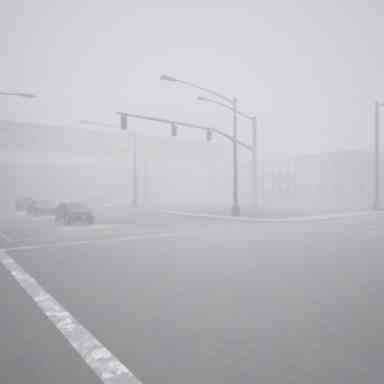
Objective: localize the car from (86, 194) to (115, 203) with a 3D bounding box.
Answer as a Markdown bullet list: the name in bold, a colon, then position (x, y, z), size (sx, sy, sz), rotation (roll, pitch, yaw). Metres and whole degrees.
- **car**: position (-18.284, 1.467, 65.161), size (2.033, 1.411, 5.357), rotation (0, 0, 29)

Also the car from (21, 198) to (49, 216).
- **car**: position (-14.884, 1.527, 32.705), size (2.033, 1.411, 5.357), rotation (0, 0, -37)

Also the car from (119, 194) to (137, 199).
- **car**: position (-17.582, 1.158, 91.632), size (4.536, 1.218, 1.853), rotation (0, 0, 25)

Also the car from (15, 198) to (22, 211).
- **car**: position (-20.768, 1.468, 41.320), size (2.128, 1.511, 4.902), rotation (0, 0, -30)

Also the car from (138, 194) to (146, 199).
- **car**: position (-13.809, 1.147, 91.733), size (1.853, 1.218, 4.536), rotation (0, 0, -5)

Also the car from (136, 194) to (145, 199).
- **car**: position (-13.803, 1.305, 91.681), size (2.038, 1.542, 4.974), rotation (0, 0, -5)

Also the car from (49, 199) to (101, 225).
- **car**: position (-8.688, 1.485, 24.426), size (1.837, 1.490, 4.892), rotation (0, 0, -37)

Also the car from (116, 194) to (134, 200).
- **car**: position (-17.534, 1.315, 91.611), size (4.974, 1.542, 2.038), rotation (0, 0, 25)
